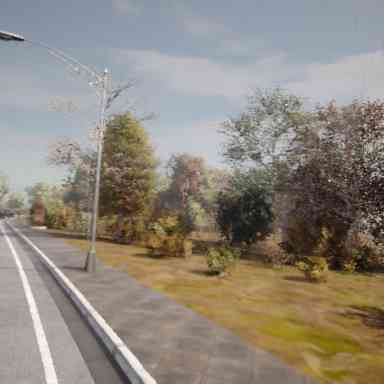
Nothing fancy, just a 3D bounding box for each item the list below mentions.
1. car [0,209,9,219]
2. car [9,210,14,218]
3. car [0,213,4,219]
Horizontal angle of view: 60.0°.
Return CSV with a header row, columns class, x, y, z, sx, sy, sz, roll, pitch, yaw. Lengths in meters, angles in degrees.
class,x,y,z,sx,sy,sz,roll,pitch,yaw
car,-40.055,4.544,68.634,2.150,2.045,5.566,5,-5,-23
car,-43.768,5.147,78.583,2.150,2.045,5.566,4,-5,-15
car,-10.439,2.003,15.895,2.097,1.767,4.553,6,-5,-30
